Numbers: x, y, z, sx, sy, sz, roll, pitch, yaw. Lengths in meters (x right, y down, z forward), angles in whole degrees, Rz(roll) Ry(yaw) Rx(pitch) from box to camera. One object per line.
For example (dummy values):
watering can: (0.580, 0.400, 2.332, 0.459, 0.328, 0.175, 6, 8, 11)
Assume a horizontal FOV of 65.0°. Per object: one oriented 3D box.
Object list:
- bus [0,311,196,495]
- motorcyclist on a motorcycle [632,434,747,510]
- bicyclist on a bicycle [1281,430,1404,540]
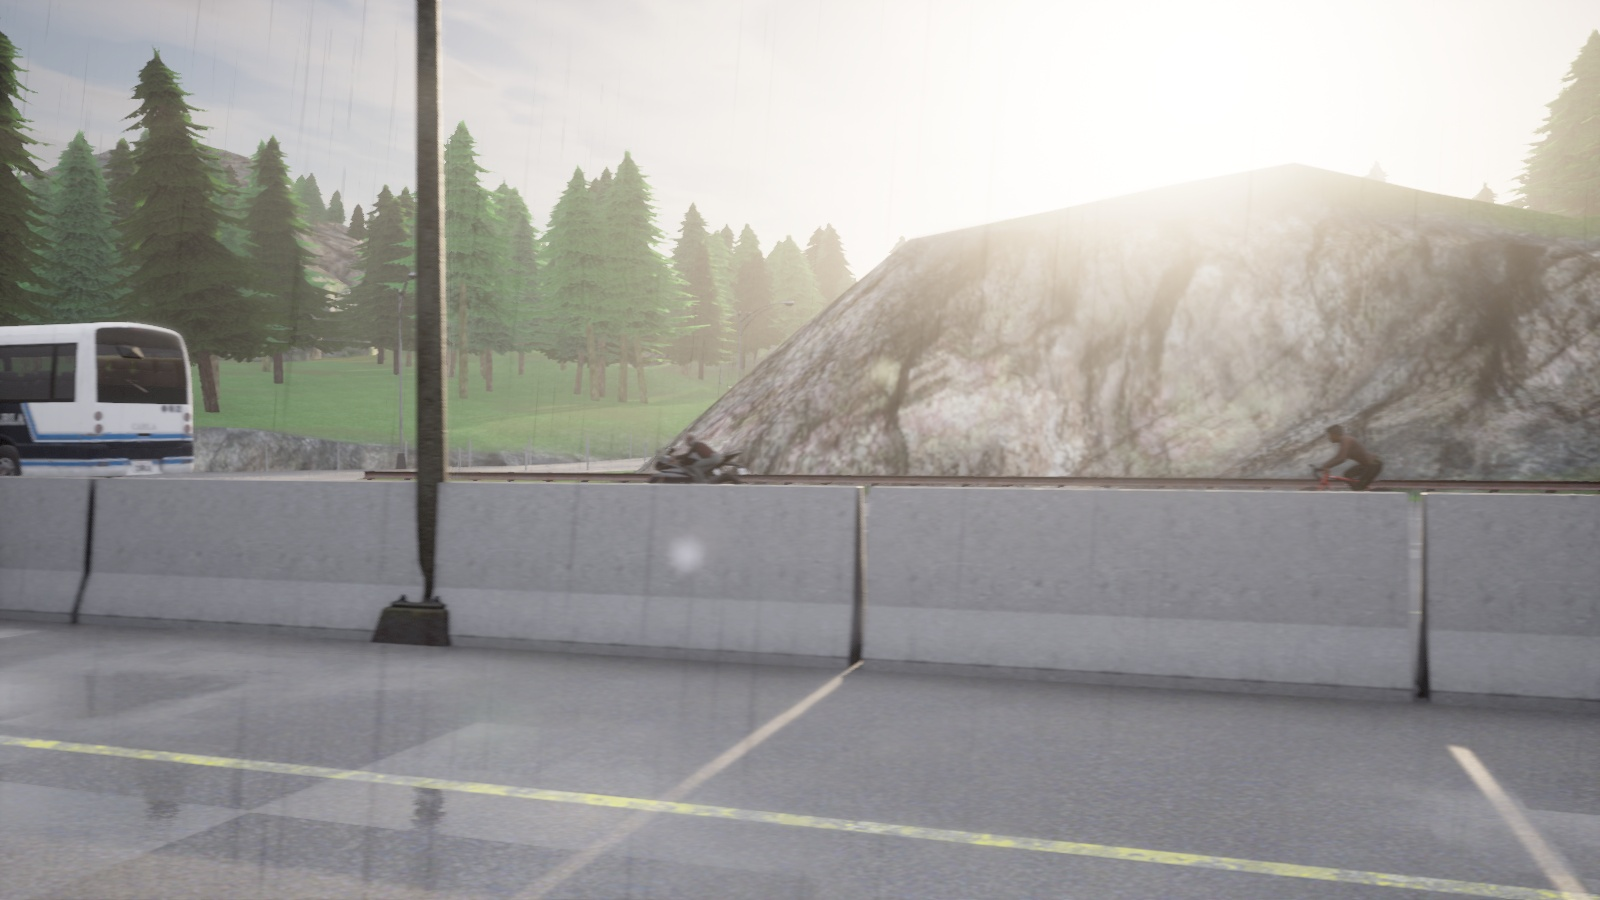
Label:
bus: (-21.238, -1.150, 32.473, 10.273, 4.253, 3.944, 1, 1, 19)
motorcyclist on a motorcycle: (-2.296, 0.435, 26.121, 2.191, 1.530, 0.866, 1, 1, 19)
bicyclist on a bicycle: (8.148, 0.507, 18.913, 1.656, 1.620, 0.582, 0, 1, 19)
